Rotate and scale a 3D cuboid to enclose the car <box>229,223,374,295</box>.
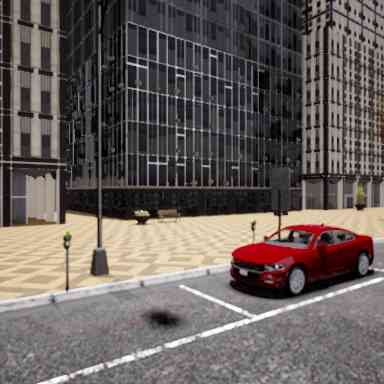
[{"bbox_3d":[2.973,1.539,8.672,4.507,1.381,1.887,0,0,-35],"label":"car"}]
